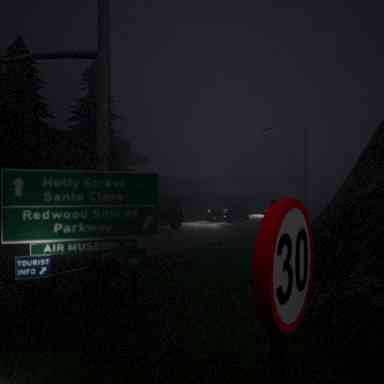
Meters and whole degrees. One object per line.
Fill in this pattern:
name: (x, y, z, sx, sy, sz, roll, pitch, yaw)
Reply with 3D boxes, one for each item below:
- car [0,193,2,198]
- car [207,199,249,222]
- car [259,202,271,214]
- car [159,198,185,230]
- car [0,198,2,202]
car: (-38.597, 1.489, 70.013, 4.514, 1.523, 2.007, 0, 0, 35)
car: (3.182, 1.544, 28.906, 2.097, 1.767, 4.553, 0, 0, 36)
car: (9.053, 1.755, 36.963, 1.994, 1.385, 4.181, 0, 0, 36)
car: (-2.706, 1.414, 20.812, 2.150, 2.045, 5.566, 0, 0, 36)
car: (-12.393, 1.504, 26.071, 1.905, 1.878, 3.866, 0, 0, 35)
